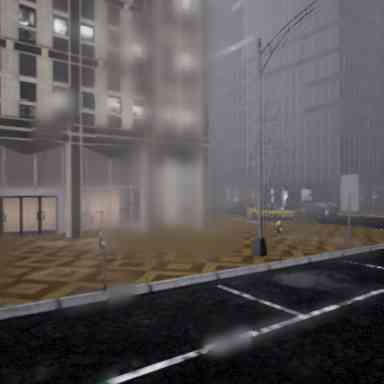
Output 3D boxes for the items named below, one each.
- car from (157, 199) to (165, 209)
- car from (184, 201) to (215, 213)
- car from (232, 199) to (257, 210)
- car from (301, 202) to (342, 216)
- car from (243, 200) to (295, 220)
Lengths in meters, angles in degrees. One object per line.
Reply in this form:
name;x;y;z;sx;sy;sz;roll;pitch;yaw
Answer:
car;-5.666;1.652;49.143;1.967;1.590;4.097;0;0;-36
car;0.854;1.756;39.936;1.752;1.417;4.829;0;0;-36
car;7.258;1.627;44.730;1.967;1.590;4.097;0;0;-36
car;13.787;1.756;35.734;2.008;1.369;4.403;0;0;-36
car;7.269;1.774;30.857;1.752;1.417;4.829;0;0;-36
